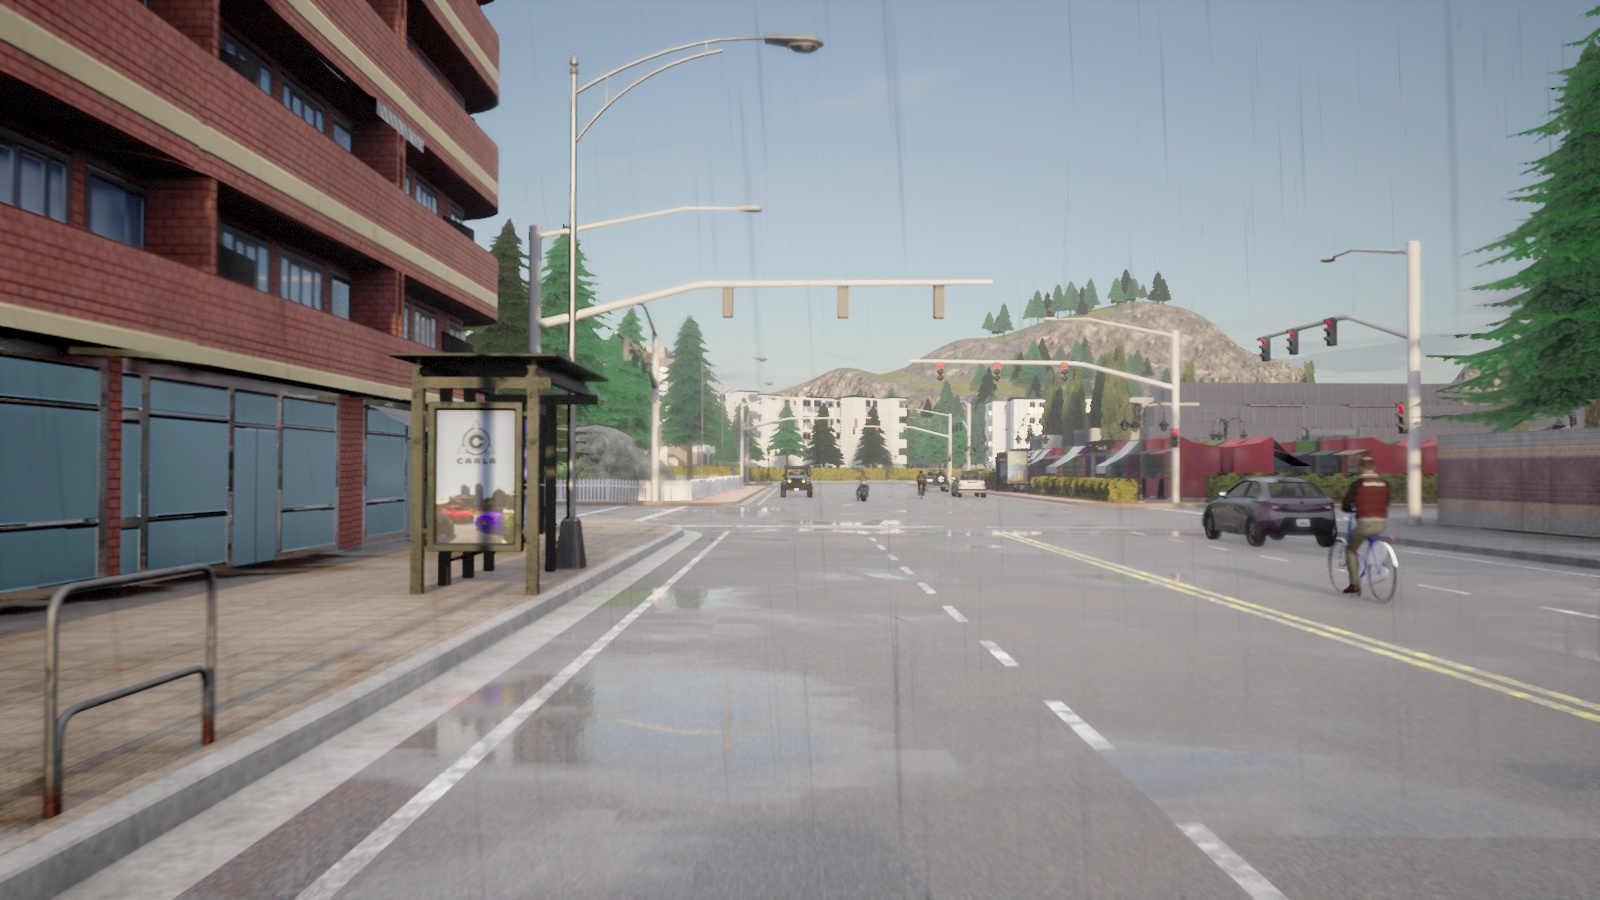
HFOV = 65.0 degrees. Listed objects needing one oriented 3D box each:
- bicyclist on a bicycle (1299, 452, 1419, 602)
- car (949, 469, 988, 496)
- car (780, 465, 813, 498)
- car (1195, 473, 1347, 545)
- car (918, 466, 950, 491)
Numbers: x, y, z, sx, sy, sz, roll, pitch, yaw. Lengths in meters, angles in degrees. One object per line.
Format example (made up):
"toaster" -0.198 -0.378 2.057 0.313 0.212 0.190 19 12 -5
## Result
"bicyclist on a bicycle" 6.959 0.921 15.742 0.659 1.776 1.843 0 -1 0
"car" 10.306 1.963 77.134 1.851 1.617 3.988 0 -1 0
"car" -0.187 1.854 74.234 1.905 1.878 3.866 0 -1 0
"car" 10.429 1.258 28.136 1.816 1.474 4.193 0 -1 0
"car" 10.258 2.199 96.119 1.932 1.855 4.605 0 -1 0
